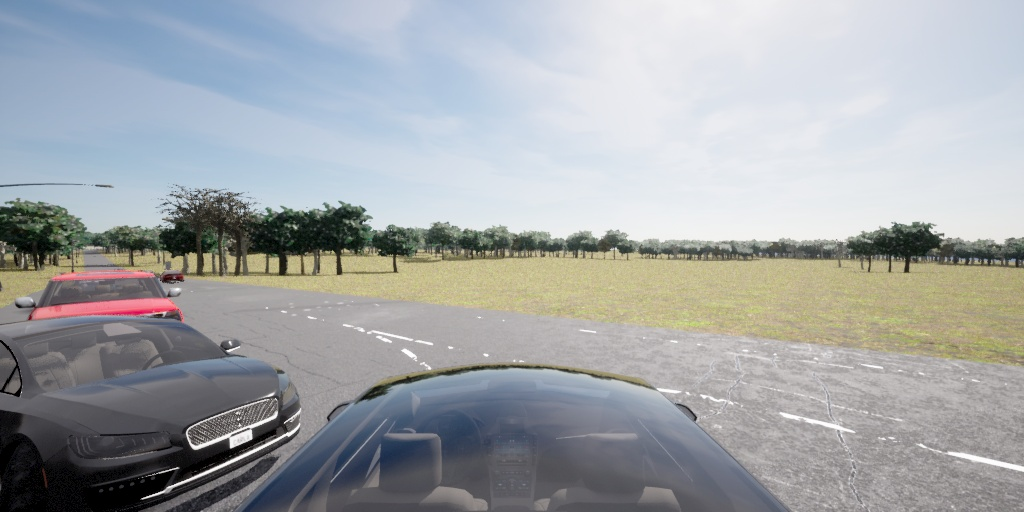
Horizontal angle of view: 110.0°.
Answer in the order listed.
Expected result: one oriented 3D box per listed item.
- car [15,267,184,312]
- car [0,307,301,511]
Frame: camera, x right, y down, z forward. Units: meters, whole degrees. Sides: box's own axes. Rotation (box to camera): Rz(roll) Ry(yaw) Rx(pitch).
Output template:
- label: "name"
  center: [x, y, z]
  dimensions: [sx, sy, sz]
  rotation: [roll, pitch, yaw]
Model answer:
- label: "car"
  center: [-9.614, 1.385, 8.503]
  dimensions: [5.566, 2.045, 2.150]
  rotation: [-2, 0, 40]
- label: "car"
  center: [-4.624, 1.445, 3.943]
  dimensions: [4.892, 1.490, 1.837]
  rotation: [-3, -3, 20]
